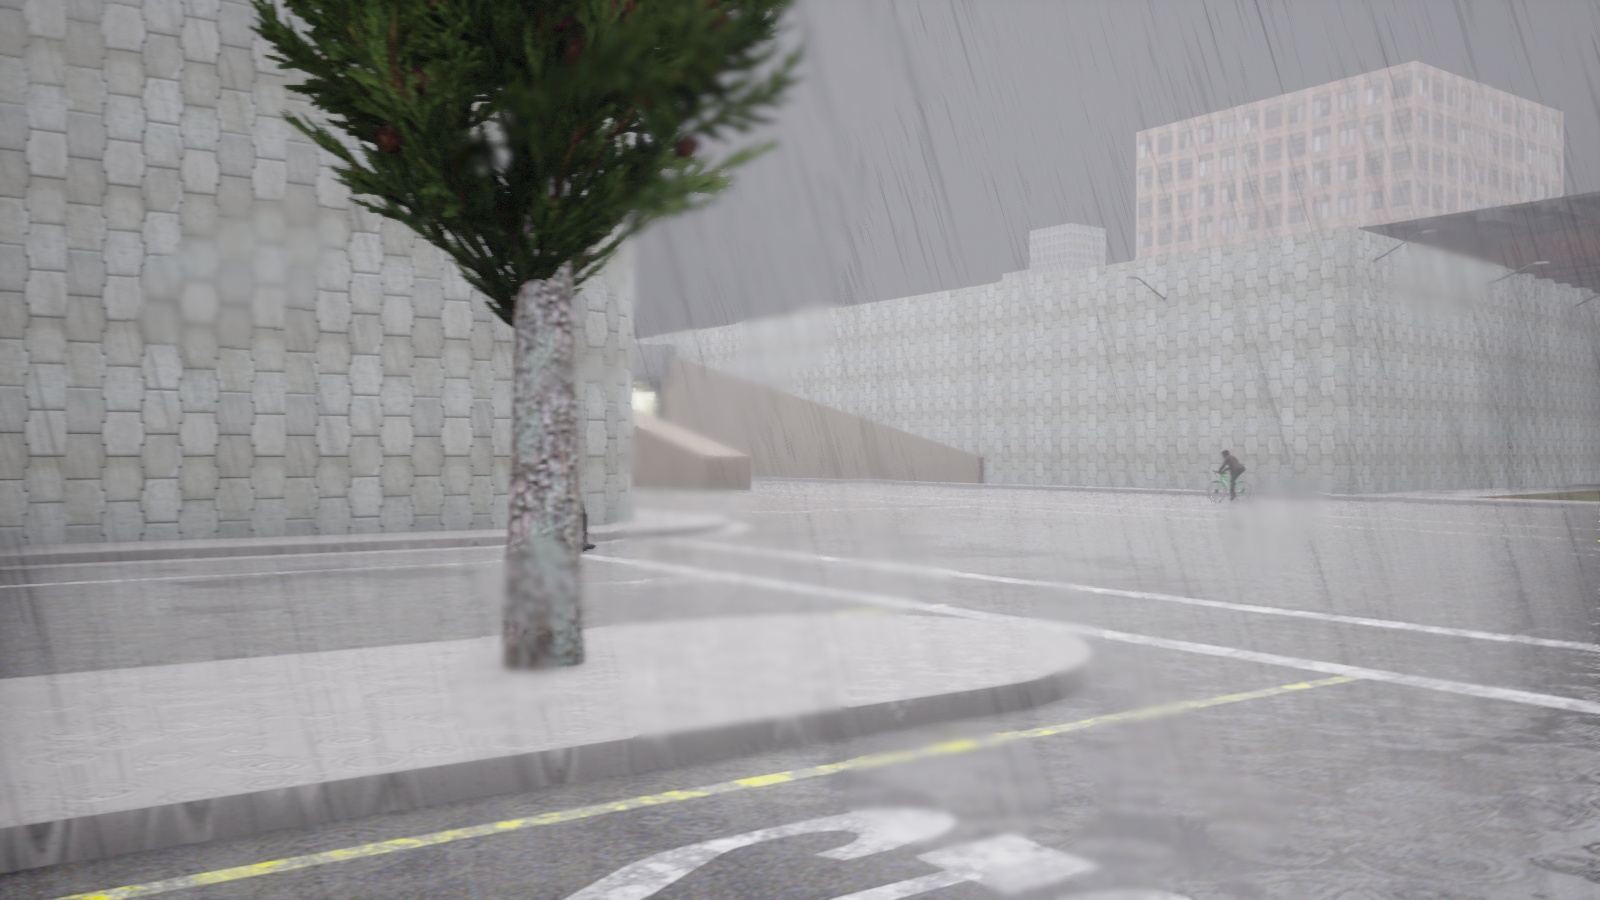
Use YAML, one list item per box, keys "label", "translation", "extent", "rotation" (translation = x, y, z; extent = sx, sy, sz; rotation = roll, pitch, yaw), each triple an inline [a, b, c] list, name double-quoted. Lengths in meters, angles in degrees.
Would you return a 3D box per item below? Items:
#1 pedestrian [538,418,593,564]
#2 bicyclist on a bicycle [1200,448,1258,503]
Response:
- label: "pedestrian"
  translation: [-3.161, 0.539, 16.921]
  extent: [0.692, 1.930, 0.396]
  rotation: [0, 0, 44]
- label: "bicyclist on a bicycle"
  translation: [13.055, 0.769, 38.248]
  extent: [0.582, 1.620, 1.656]
  rotation: [0, -1, -34]
